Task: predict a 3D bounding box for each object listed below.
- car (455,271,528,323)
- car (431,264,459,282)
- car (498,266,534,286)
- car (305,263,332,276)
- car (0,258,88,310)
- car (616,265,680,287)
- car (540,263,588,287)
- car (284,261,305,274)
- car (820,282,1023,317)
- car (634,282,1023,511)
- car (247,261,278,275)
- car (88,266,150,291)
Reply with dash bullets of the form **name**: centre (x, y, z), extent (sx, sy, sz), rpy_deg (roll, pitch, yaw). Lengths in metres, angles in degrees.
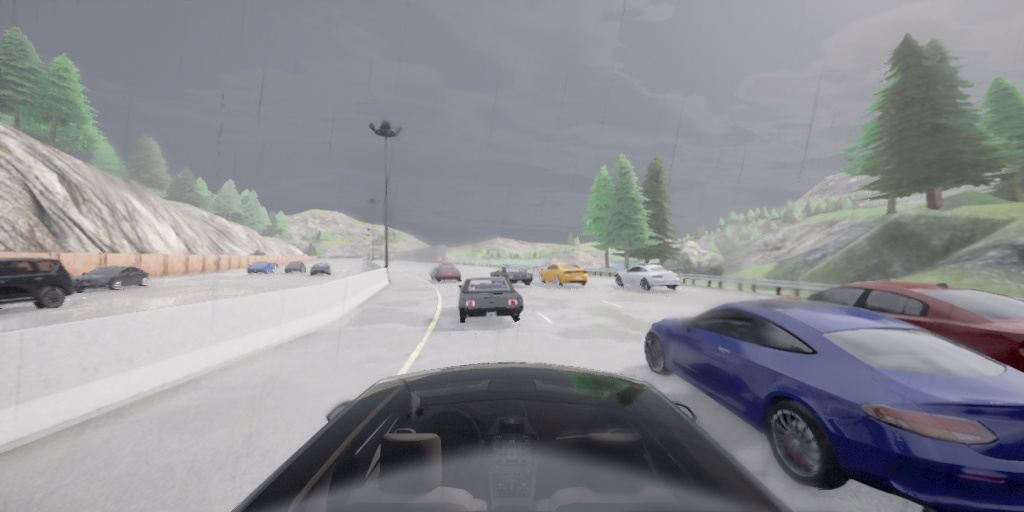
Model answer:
- **car**: centre (-0.894, 1.362, 12.338), extent (1.895, 1.301, 4.718), rpy_deg (0, 0, -8)
- **car**: centre (-5.506, 1.360, 29.701), extent (1.994, 1.385, 4.181), rpy_deg (0, 0, -20)
- **car**: centre (-0.137, 1.365, 24.925), extent (1.895, 1.301, 4.718), rpy_deg (0, 0, -16)
- **car**: centre (-20.797, 1.433, 39.229), extent (2.033, 1.411, 5.357), rpy_deg (0, 0, -22)
- **car**: centre (-18.766, 1.081, 12.392), extent (2.150, 2.045, 5.566), rpy_deg (0, 0, -11)
- **car**: centre (7.985, 1.243, 21.402), extent (1.812, 1.442, 4.674), rpy_deg (0, 0, -12)
- **car**: centre (3.466, 1.221, 24.851), extent (1.882, 1.535, 5.008), rpy_deg (0, 0, -16)
- **car**: centre (-26.679, 1.428, 44.290), extent (1.837, 1.490, 4.892), rpy_deg (0, -1, -22)
- **car**: centre (6.684, 1.193, 6.438), extent (1.882, 1.535, 5.008), rpy_deg (0, 0, -4)
- **car**: centre (3.321, 1.259, 4.460), extent (1.812, 1.442, 4.674), rpy_deg (0, 0, -2)
- **car**: centre (-29.755, 1.415, 42.530), extent (1.882, 1.535, 5.008), rpy_deg (0, 0, -22)
- **car**: centre (-25.489, 1.408, 22.965), extent (1.837, 1.490, 4.892), rpy_deg (0, 0, -21)
